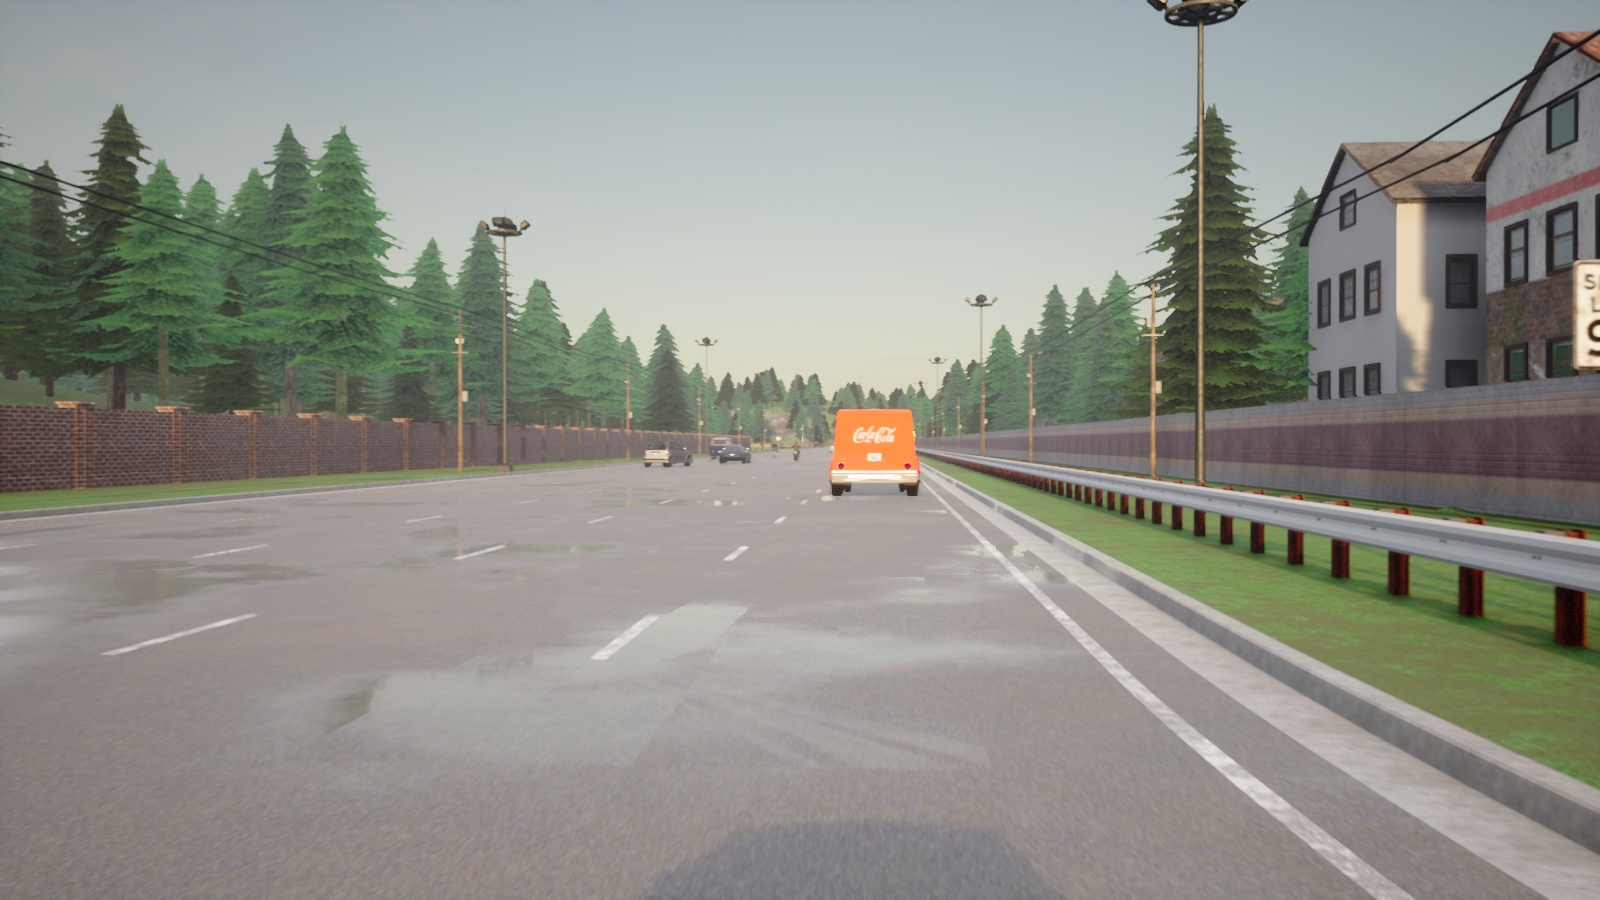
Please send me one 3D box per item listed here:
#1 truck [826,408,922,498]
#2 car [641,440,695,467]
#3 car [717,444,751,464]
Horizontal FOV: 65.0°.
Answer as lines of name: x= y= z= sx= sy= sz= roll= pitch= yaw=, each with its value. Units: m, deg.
truck: x=2.203 y=0.057 z=37.151 sx=2.627 sy=2.467 sz=5.204 roll=0 pitch=1 yaw=4
car: x=-8.177 y=0.196 z=78.000 sx=1.851 sy=1.617 sz=3.988 roll=0 pitch=0 yaw=19
car: x=-4.776 y=0.288 z=91.693 sx=1.994 sy=1.385 sz=4.181 roll=0 pitch=0 yaw=4
